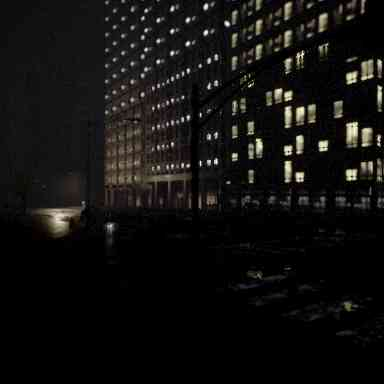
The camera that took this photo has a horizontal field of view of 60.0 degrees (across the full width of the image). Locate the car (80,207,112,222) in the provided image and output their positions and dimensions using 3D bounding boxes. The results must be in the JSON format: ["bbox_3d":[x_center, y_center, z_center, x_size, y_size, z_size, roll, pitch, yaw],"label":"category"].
[{"bbox_3d":[-9.418,2.173,32.194,1.812,1.442,4.674,0,-1,-37],"label":"car"}]
